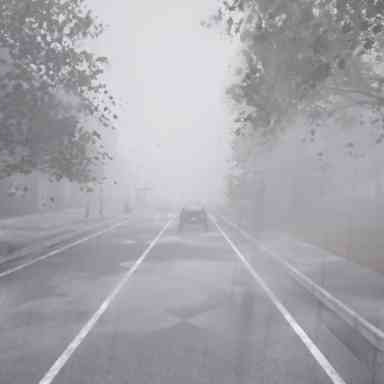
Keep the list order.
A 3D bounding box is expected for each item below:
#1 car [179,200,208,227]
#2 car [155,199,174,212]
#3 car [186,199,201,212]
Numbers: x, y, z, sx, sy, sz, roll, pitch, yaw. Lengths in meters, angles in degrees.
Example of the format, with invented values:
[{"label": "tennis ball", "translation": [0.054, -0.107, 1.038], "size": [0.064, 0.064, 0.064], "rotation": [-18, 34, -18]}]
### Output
[{"label": "car", "translation": [0.110, 1.577, 23.903], "size": [1.882, 1.535, 5.008], "rotation": [0, 0, 0]}, {"label": "car", "translation": [-3.419, 1.655, 41.739], "size": [1.882, 1.535, 5.008], "rotation": [0, 0, 2]}, {"label": "car", "translation": [0.246, 1.694, 41.816], "size": [1.812, 1.442, 4.674], "rotation": [0, 0, 2]}]
